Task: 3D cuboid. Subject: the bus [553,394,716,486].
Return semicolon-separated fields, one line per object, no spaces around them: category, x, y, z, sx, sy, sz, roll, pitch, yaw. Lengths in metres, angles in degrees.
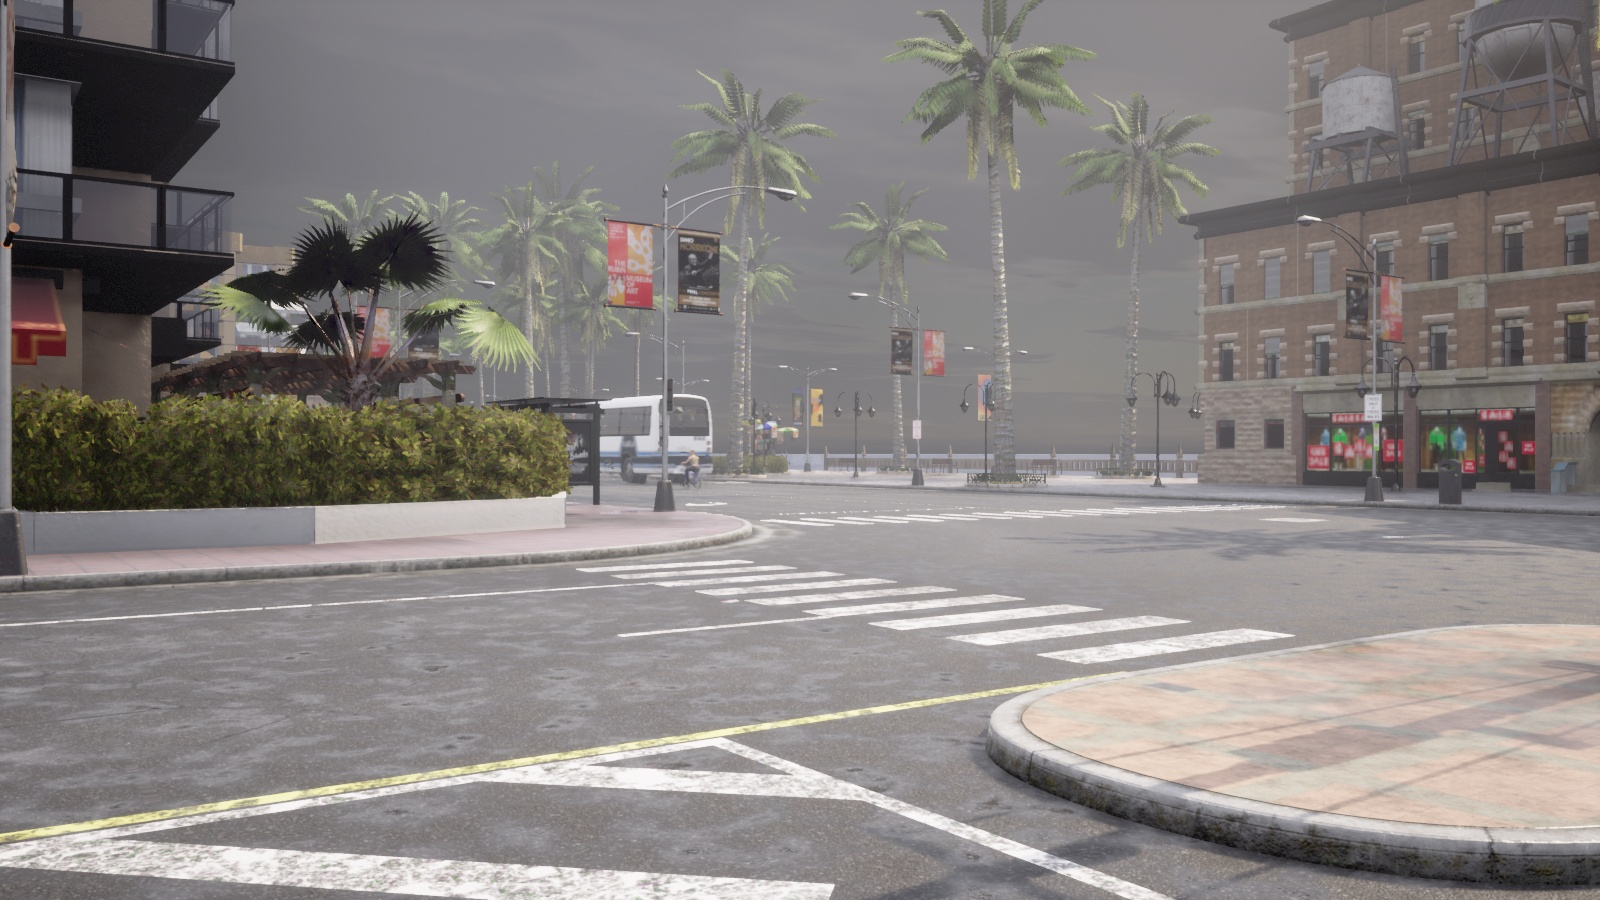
bus;-8.561;-0.458;63.526;3.944;4.253;10.273;0;0;-34

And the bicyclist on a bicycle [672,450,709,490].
bicyclist on a bicycle;-4.481;0.816;51.359;0.866;1.612;1.509;0;0;-34
